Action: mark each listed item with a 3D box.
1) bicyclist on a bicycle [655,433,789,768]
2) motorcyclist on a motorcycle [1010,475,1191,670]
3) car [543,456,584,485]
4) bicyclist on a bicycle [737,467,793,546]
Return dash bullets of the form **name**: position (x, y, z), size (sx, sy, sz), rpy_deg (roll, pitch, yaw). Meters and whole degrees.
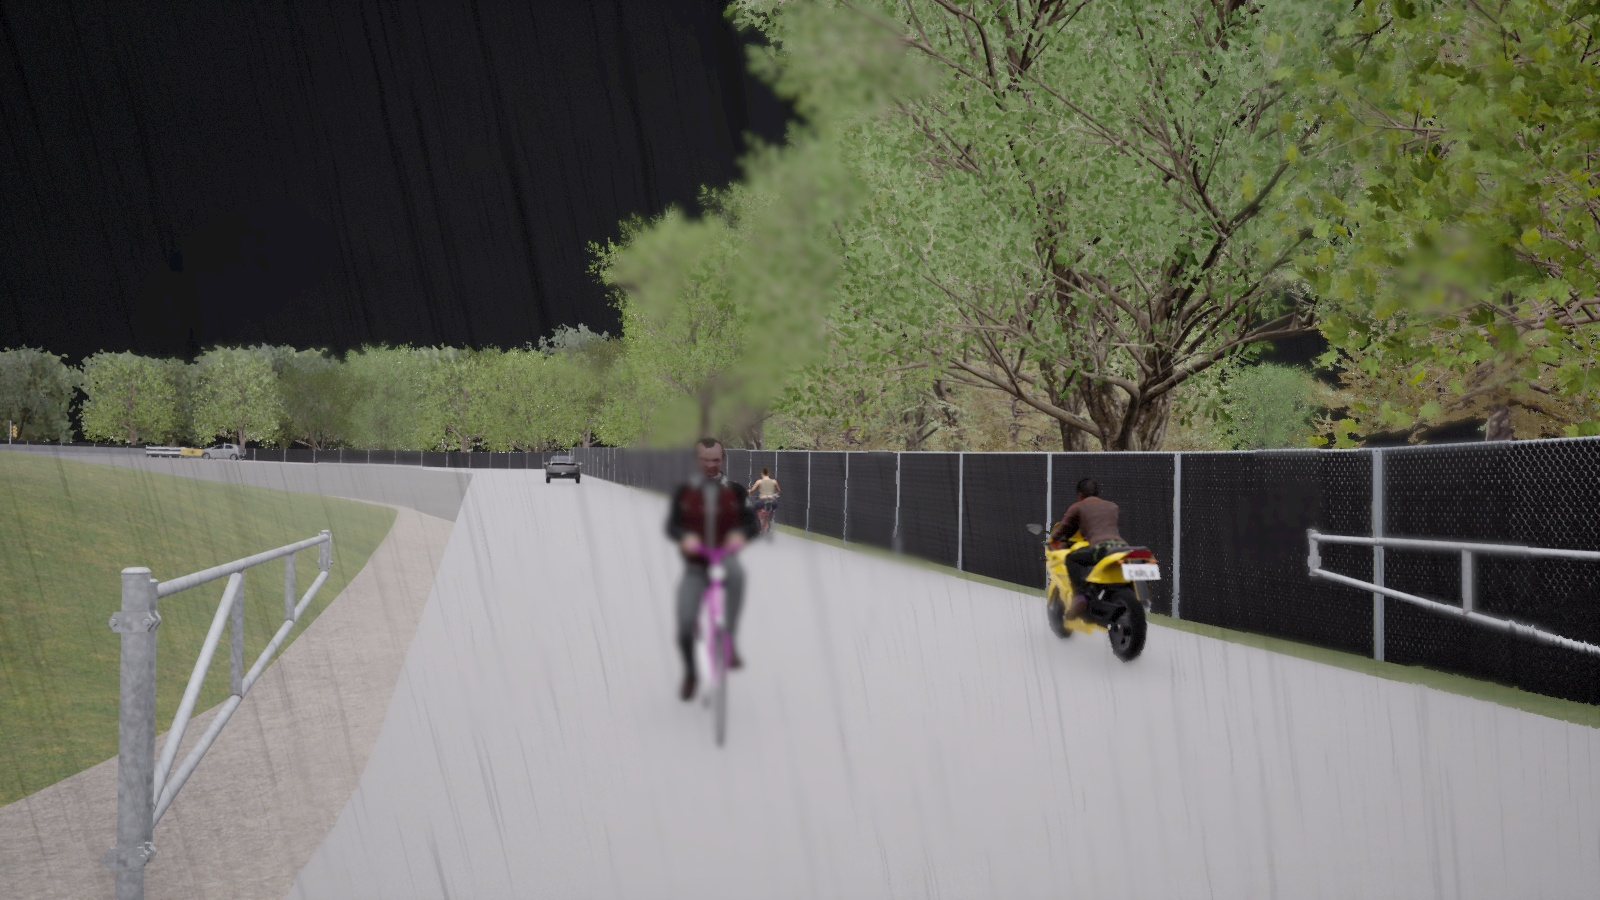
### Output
- **bicyclist on a bicycle**: position (-0.518, 0.814, 7.615), size (0.659, 1.776, 1.843), rpy_deg (0, -1, -8)
- **motorcyclist on a motorcycle**: position (2.544, 0.981, 10.920), size (0.797, 1.523, 2.044), rpy_deg (0, -1, -9)
- **car**: position (-13.091, 1.114, 69.434), size (2.128, 1.511, 4.902), rpy_deg (0, 0, -11)
- **bicyclist on a bicycle**: position (-0.755, 1.165, 26.648), size (0.866, 1.612, 1.509), rpy_deg (0, -1, -14)
